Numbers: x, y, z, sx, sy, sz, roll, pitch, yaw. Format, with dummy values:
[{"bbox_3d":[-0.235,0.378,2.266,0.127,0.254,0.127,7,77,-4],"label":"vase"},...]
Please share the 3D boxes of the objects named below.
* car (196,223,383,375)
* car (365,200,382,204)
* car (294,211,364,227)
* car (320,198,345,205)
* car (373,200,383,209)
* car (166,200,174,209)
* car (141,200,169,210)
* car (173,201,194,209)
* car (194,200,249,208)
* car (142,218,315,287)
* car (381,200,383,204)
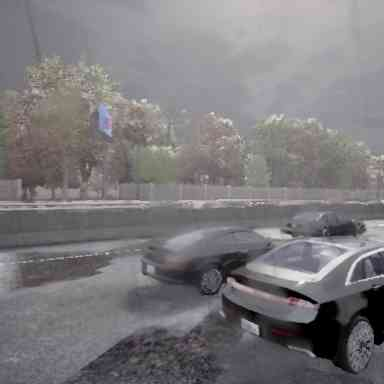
[{"bbox_3d":[2.722,1.535,5.687,4.902,1.511,2.128,1,0,-36],"label":"car"},{"bbox_3d":[26.546,1.941,48.626,5.008,1.535,1.882,0,0,-35],"label":"car"},{"bbox_3d":[6.914,1.676,17.273,5.357,1.411,2.033,1,0,-35],"label":"car"},{"bbox_3d":[23.062,1.825,54.729,4.553,1.767,2.097,1,-1,-35],"label":"car"},{"bbox_3d":[33.996,2.108,58.215,4.902,1.511,2.128,1,0,-35],"label":"car"},{"bbox_3d":[0.115,1.768,34.161,4.718,1.301,1.895,1,0,-35],"label":"car"},{"bbox_3d":[-3.139,1.646,36.136,4.902,1.511,2.128,1,0,-35],"label":"car"},{"bbox_3d":[0.960,1.680,30.453,4.674,1.442,1.812,1,0,-36],"label":"car"},{"bbox_3d":[2.825,1.504,27.494,4.553,1.767,2.097,1,0,-35],"label":"car"},{"bbox_3d":[0.962,1.573,8.748,4.674,1.442,1.812,1,0,-36],"label":"car"},{"bbox_3d":[28.578,1.941,45.776,5.008,1.535,1.882,0,0,-35],"label":"car"}]
